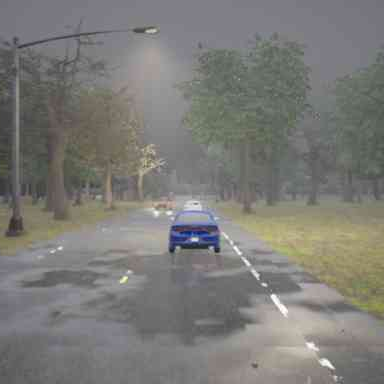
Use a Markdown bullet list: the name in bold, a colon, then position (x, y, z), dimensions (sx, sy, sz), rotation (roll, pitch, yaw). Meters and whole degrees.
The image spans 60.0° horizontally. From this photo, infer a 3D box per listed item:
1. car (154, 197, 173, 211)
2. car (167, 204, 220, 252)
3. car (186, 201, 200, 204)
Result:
- **car**: position (-3.601, 1.417, 42.312), dimensions (2.097, 1.767, 4.553), rotation (0, 0, 0)
- **car**: position (0.095, 1.482, 13.908), dimensions (1.882, 1.535, 5.008), rotation (0, 0, 0)
- **car**: position (0.089, 1.557, 31.830), dimensions (1.812, 1.442, 4.674), rotation (0, 0, 0)
